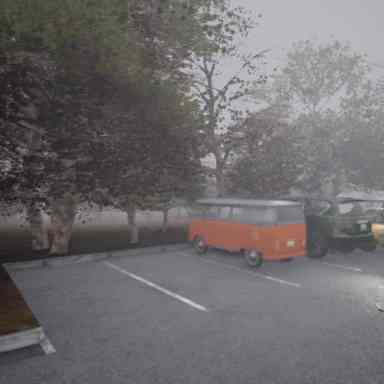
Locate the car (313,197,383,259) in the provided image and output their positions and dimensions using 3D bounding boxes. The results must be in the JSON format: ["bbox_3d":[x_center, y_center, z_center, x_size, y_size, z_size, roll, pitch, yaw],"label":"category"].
[{"bbox_3d":[3.988,1.206,12.931,2.435,2.045,5.566,0,0,-35],"label":"car"}]

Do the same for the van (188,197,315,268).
[{"bbox_3d":[1.580,1.226,11.326,1.878,1.987,4.442,0,0,-35],"label":"van"}]
